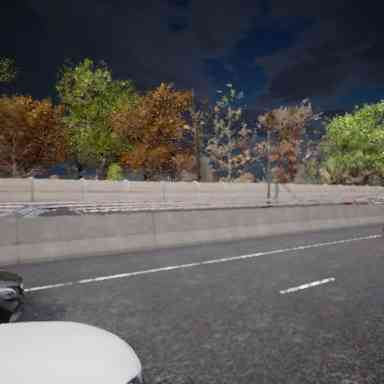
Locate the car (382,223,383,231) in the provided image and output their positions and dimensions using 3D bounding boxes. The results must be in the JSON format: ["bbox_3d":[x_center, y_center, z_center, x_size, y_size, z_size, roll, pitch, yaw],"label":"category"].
[{"bbox_3d":[11.261,1.629,16.086,4.718,1.301,1.895,0,0,-36],"label":"car"}]

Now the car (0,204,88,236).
[{"bbox_3d":[-8.811,1.496,19.205,4.902,1.511,2.128,0,0,-36],"label":"car"}]

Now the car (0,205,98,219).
[{"bbox_3d":[-6.994,1.509,16.203,4.892,1.490,1.837,0,0,-36],"label":"car"}]

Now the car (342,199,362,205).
[{"bbox_3d":[22.825,1.677,46.049,4.718,1.301,1.895,0,0,-35],"label":"car"}]

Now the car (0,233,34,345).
[{"bbox_3d":[-4.893,1.524,4.556,4.674,1.442,1.812,0,0,-36],"label":"car"}]

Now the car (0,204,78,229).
[{"bbox_3d":[-10.627,1.553,22.212,5.357,1.411,2.033,0,0,-36],"label":"car"}]

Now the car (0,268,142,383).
[{"bbox_3d":[-2.524,1.525,1.947,4.674,1.442,1.812,0,0,-36],"label":"car"}]

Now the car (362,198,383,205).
[{"bbox_3d":[24.497,1.578,42.955,4.892,1.490,1.837,0,0,-35],"label":"car"}]
